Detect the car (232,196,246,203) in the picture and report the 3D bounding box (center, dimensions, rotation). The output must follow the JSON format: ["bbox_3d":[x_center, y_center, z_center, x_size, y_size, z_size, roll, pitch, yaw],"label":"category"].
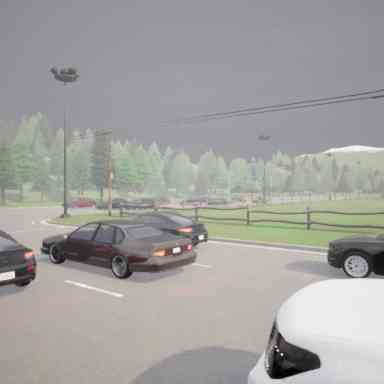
[{"bbox_3d":[9.215,1.557,67.407,1.994,1.385,4.181,0,0,37],"label":"car"}]

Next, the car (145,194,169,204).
[{"bbox_3d":[-6.721,1.351,63.795,2.097,1.767,4.553,0,0,37],"label":"car"}]

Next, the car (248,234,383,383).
[{"bbox_3d":[3.086,1.222,1.734,5.566,2.045,2.150,0,0,36],"label":"car"}]

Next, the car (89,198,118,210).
[{"bbox_3d":[-10.012,1.502,42.046,1.837,1.490,4.892,0,1,37],"label":"car"}]

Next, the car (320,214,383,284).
[{"bbox_3d":[6.030,1.478,8.260,5.008,1.535,1.882,0,0,36],"label":"car"}]

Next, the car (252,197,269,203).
[{"bbox_3d":[13.814,1.620,67.671,1.895,1.301,4.718,0,0,37],"label":"car"}]

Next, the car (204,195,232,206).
[{"bbox_3d":[4.286,1.563,55.192,1.994,1.385,4.181,0,0,37],"label":"car"}]

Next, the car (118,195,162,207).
[{"bbox_3d":[-6.379,1.504,41.060,1.837,1.490,4.892,0,0,37],"label":"car"}]

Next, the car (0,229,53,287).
[{"bbox_3d":[-5.576,1.526,8.066,4.674,1.442,1.812,0,0,36],"label":"car"}]

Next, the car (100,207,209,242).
[{"bbox_3d":[-1.501,1.525,13.760,4.674,1.442,1.812,0,0,36],"label":"car"}]

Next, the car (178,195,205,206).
[{"bbox_3d":[-0.345,1.600,54.871,1.895,1.301,4.718,0,0,37],"label":"car"}]

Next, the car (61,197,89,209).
[{"bbox_3d":[-15.856,1.563,45.908,1.994,1.385,4.181,0,0,37],"label":"car"}]

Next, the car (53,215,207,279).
[{"bbox_3d":[-2.415,1.547,10.073,5.357,1.411,2.033,0,0,37],"label":"car"}]

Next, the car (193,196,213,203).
[{"bbox_3d":[2.343,1.551,69.898,1.994,1.385,4.181,0,0,37],"label":"car"}]

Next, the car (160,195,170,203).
[{"bbox_3d":[-5.819,1.563,59.222,1.994,1.385,4.181,0,0,37],"label":"car"}]

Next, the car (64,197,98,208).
[{"bbox_3d":[-16.804,1.525,50.486,1.812,1.442,4.674,0,0,37],"label":"car"}]

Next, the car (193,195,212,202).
[{"bbox_3d":[2.397,1.510,75.781,1.812,1.442,4.674,0,0,37],"label":"car"}]
